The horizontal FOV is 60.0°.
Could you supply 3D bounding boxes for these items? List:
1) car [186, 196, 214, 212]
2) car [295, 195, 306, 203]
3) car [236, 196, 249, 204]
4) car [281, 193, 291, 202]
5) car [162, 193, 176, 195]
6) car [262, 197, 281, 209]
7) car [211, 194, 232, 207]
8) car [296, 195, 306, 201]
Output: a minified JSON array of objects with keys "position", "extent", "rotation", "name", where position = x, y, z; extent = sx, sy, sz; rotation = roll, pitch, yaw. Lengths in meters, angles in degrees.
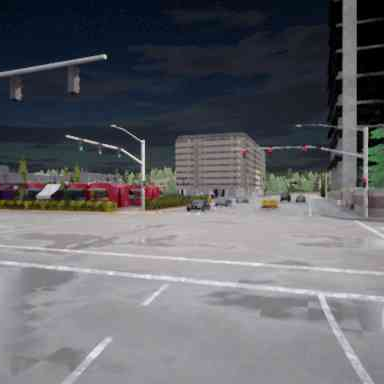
[{"position":[0.818,1.565,39.217],"extent":[1.994,1.385,4.181],"rotation":[0,0,18],"name":"car"},{"position":[22.061,1.519,67.667],"extent":[2.128,1.511,4.902],"rotation":[0,0,19],"name":"car"},{"position":[9.726,1.495,64.336],"extent":[2.128,1.511,4.902],"rotation":[0,0,20],"name":"car"},{"position":[21.982,1.228,78.006],"extent":[2.150,2.045,5.566],"rotation":[0,0,19],"name":"car"},{"position":[-7.170,1.212,81.860],"extent":[4.605,1.855,1.932],"rotation":[0,0,20],"name":"car"},{"position":[10.898,1.479,46.170],"extent":[1.882,1.535,5.008],"rotation":[0,0,19],"name":"car"},{"position":[4.792,1.507,50.445],"extent":[1.837,1.490,4.892],"rotation":[0,0,19],"name":"car"},{"position":[25.464,1.372,77.360],"extent":[2.033,1.411,5.357],"rotation":[0,0,19],"name":"car"}]
